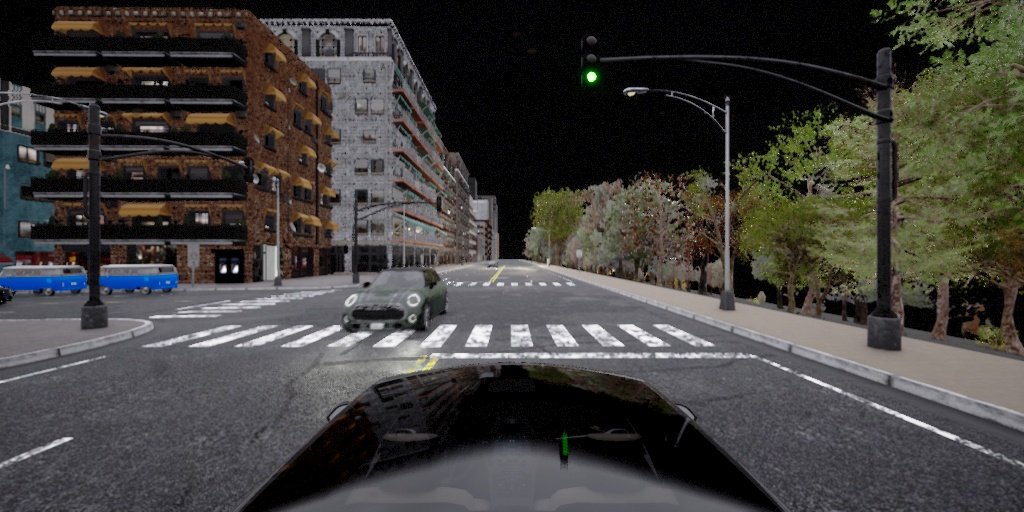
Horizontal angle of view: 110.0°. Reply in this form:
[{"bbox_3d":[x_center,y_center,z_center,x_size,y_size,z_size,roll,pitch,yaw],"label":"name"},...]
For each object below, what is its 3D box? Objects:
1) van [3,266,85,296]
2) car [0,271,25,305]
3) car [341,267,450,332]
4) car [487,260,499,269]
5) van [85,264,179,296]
[{"bbox_3d":[-28.354,1.480,21.685,3.998,1.789,1.690,0,0,-1],"label":"van"},{"bbox_3d":[-25.505,1.613,15.938,4.892,1.490,1.837,-1,0,-1],"label":"car"},{"bbox_3d":[-3.270,1.136,10.915,2.097,1.767,4.553,0,-1,0],"label":"car"},{"bbox_3d":[-3.348,1.509,62.007,1.812,1.442,4.674,0,1,0],"label":"car"},{"bbox_3d":[-22.752,1.407,21.772,3.998,1.789,1.690,0,0,-1],"label":"van"}]
